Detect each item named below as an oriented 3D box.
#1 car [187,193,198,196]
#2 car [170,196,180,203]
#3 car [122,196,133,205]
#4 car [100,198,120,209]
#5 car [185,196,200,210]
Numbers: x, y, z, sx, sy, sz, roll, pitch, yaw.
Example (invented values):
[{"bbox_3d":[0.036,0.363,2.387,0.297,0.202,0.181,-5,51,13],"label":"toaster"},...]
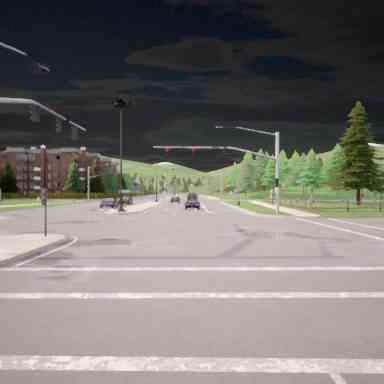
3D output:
[{"bbox_3d":[0.062,1.216,68.905,2.150,2.045,5.566,0,0,0],"label":"car"},{"bbox_3d":[-3.438,1.486,68.877,2.128,1.511,4.902,0,0,0],"label":"car"},{"bbox_3d":[-11.503,1.473,57.549,1.882,1.535,5.008,0,0,1],"label":"car"},{"bbox_3d":[-11.539,1.522,46.686,1.812,1.442,4.674,0,0,0],"label":"car"},{"bbox_3d":[0.039,1.597,43.470,1.895,1.301,4.718,0,0,0],"label":"car"}]
